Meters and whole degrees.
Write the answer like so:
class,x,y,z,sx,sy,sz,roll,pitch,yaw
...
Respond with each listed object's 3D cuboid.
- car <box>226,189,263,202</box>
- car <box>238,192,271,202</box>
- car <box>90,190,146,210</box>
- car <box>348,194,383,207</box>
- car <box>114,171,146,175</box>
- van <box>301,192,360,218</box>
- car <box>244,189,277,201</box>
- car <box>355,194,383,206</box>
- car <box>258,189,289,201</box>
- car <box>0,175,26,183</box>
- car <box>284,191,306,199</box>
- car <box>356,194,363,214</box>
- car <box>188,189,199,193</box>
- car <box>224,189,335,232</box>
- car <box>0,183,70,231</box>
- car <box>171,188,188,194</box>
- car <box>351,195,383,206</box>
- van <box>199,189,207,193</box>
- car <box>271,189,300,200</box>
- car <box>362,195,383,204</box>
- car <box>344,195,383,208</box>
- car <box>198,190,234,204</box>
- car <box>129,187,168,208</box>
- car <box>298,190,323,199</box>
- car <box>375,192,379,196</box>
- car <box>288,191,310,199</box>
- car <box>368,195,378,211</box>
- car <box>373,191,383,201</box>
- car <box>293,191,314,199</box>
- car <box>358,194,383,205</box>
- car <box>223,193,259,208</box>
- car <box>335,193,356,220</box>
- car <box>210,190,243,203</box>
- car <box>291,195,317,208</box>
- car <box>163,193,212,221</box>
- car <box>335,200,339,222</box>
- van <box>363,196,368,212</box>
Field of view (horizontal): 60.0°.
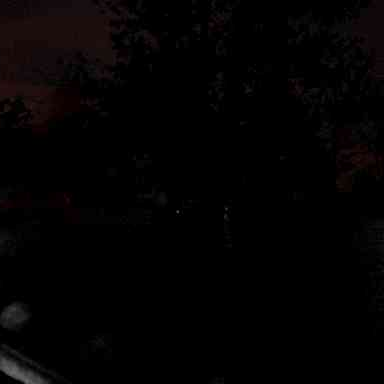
class,x,y,z,sx,sy,sz,roll,pitch,yaw
car,8.515,0.529,53.478,5.566,2.045,2.435,1,1,15
car,10.473,0.780,55.890,5.366,1.575,1.946,1,0,15
car,-7.257,0.815,31.307,4.792,1.488,2.163,1,1,16
car,25.557,1.276,47.880,5.366,1.575,1.946,2,1,16
car,-7.807,-2.332,42.362,2.128,1.511,4.902,2,6,36
van,11.775,1.057,28.601,4.442,1.987,1.878,2,1,15
car,12.079,0.528,58.383,5.566,2.045,2.435,1,0,16
car,28.989,1.274,52.701,5.366,1.575,1.946,2,1,16
car,15.523,0.525,63.331,5.566,2.045,2.435,1,1,15
car,-16.804,-0.789,29.754,2.128,1.511,4.902,2,5,33
car,22.532,0.646,73.177,4.553,1.767,2.185,1,0,16
car,9.919,1.026,26.218,5.566,2.045,2.435,2,2,15
car,-2.001,0.659,38.714,4.553,1.767,2.185,1,0,15
car,4.828,1.028,18.987,5.566,2.045,2.435,2,1,16
car,-8.840,0.713,17.396,2.150,2.045,5.566,1,2,18
car,-3.694,0.535,36.239,5.566,2.045,2.435,1,0,15
car,27.091,1.270,50.328,5.008,1.535,2.097,2,1,15
van,-0.331,0.558,41.187,4.442,1.987,1.878,1,1,15
car,19.085,0.523,68.242,5.566,2.045,2.435,1,0,15
car,32.268,1.298,57.562,4.792,1.488,2.163,2,1,15
car,23.633,1.301,45.510,4.792,1.488,2.163,2,2,15
car,3.316,0.659,46.064,4.553,1.767,2.185,1,1,16
car,-5.501,0.534,33.769,5.566,2.045,2.435,1,1,16
car,29.542,0.516,83.019,5.566,2.045,2.435,1,1,15
car,18.549,1.151,38.265,4.553,1.767,2.185,2,2,15
car,24.282,0.645,75.647,4.553,1.767,2.185,1,0,15
car,16.796,1.277,35.861,4.892,1.521,2.231,2,1,15
car,42.571,1.010,72.021,5.566,2.045,2.435,2,1,15
car,26.093,0.644,78.087,4.553,1.767,2.185,1,1,15
car,30.527,1.268,55.161,5.008,1.535,2.097,2,2,16
car,5.873,0.961,39.561,2.128,1.511,4.902,2,1,36
car,8.202,1.026,23.807,5.566,2.045,2.435,2,2,15
car,5.066,0.658,48.537,4.553,1.767,2.185,1,1,15
car,14.528,1.122,42.847,1.837,1.490,4.892,2,1,35
car,0.516,1.098,23.110,1.882,1.535,5.008,2,1,35
car,6.479,1.307,21.392,4.792,1.488,2.163,2,2,15
van,13.492,1.056,31.011,4.442,1.987,1.878,2,1,15
